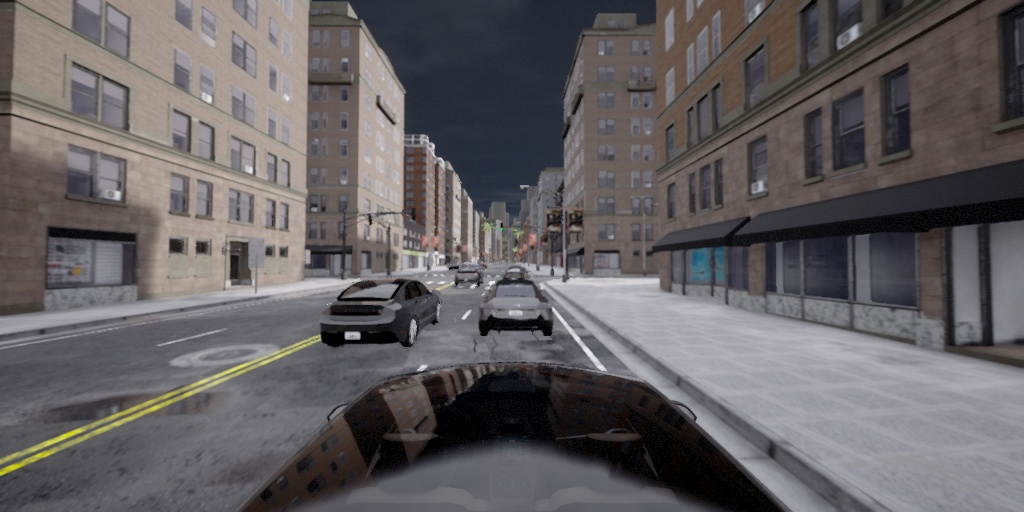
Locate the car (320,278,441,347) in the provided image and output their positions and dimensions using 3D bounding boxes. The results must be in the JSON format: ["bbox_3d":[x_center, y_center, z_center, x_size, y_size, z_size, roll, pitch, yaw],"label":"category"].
[{"bbox_3d":[-3.148,1.329,9.498,1.837,1.490,4.892,0,0,0],"label":"car"}]

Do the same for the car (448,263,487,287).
[{"bbox_3d":[-3.142,1.475,27.003,2.128,1.511,4.902,0,-1,0],"label":"car"}]

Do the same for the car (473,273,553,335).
[{"bbox_3d":[0.100,1.399,10.886,1.994,1.385,4.181,0,0,0],"label":"car"}]

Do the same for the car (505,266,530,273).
[{"bbox_3d":[0.409,1.515,27.730,1.812,1.442,4.674,0,-1,6],"label":"car"}]
